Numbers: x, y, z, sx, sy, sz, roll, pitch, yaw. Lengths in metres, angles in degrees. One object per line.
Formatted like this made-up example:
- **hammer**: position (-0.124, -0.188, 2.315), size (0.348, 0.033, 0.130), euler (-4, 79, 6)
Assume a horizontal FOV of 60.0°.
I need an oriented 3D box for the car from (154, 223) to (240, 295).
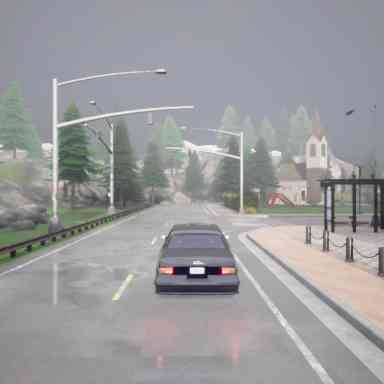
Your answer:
- **car**: position (0.096, 1.547, 8.855), size (2.033, 1.411, 5.357), euler (0, 0, 0)
